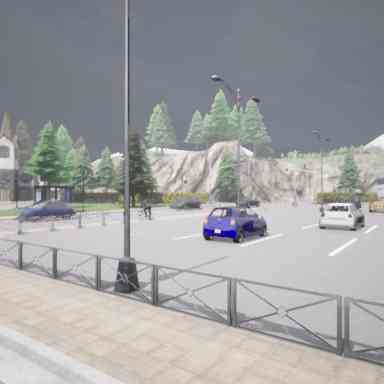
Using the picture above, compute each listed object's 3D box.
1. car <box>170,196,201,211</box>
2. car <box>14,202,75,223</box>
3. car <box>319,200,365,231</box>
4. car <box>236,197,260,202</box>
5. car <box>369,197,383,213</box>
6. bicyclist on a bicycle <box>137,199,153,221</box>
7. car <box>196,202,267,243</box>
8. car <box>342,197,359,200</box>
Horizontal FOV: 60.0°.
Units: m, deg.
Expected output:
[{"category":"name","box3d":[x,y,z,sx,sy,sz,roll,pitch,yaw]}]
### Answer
[{"category":"car","box3d":[-0.758,1.364,41.634,2.097,1.767,4.553,0,0,35]},{"category":"car","box3d":[-11.547,1.538,26.290,1.812,1.442,4.674,0,0,35]},{"category":"car","box3d":[8.829,1.399,19.453,1.970,1.475,3.806,0,0,35]},{"category":"car","box3d":[8.091,1.505,47.708,2.128,1.511,4.902,0,0,38]},{"category":"car","box3d":[19.813,1.345,34.545,2.152,1.636,5.027,0,0,35]},{"category":"bicyclist on a bicycle","box3d":[-3.516,1.314,24.710,1.656,1.620,0.582,0,0,35]},{"category":"car","box3d":[2.086,1.388,15.154,1.845,1.501,3.633,0,0,35]},{"category":"car","box3d":[17.232,1.354,36.328,2.007,1.523,4.514,0,0,35]}]
